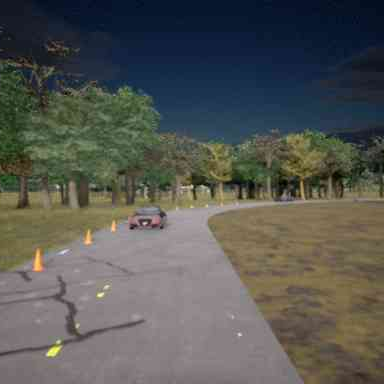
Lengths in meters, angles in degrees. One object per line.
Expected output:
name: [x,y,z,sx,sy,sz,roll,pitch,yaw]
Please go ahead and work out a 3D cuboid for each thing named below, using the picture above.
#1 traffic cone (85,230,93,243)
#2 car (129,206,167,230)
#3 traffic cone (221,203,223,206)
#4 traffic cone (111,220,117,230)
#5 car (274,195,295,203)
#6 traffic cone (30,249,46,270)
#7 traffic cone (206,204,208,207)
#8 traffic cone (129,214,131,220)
traffic cone: [-4.580,1.966,14.750,0.340,0.580,0.340,0,0,-1]
car: [-2.646,1.572,20.792,1.994,1.385,4.181,0,0,1]
traffic cone: [4.880,1.955,54.352,0.340,0.580,0.340,0,0,33]
traffic cone: [-4.656,1.968,19.749,0.340,0.580,0.340,0,0,-1]
car: [18.998,1.381,67.769,5.357,1.411,2.033,-1,1,-43]
traffic cone: [-4.504,1.964,9.750,0.340,0.580,0.340,0,0,-1]
traffic cone: [2.230,1.966,49.861,0.340,0.580,0.340,0,0,28]
traffic cone: [-4.620,1.970,24.901,0.340,0.580,0.340,0,0,3]
